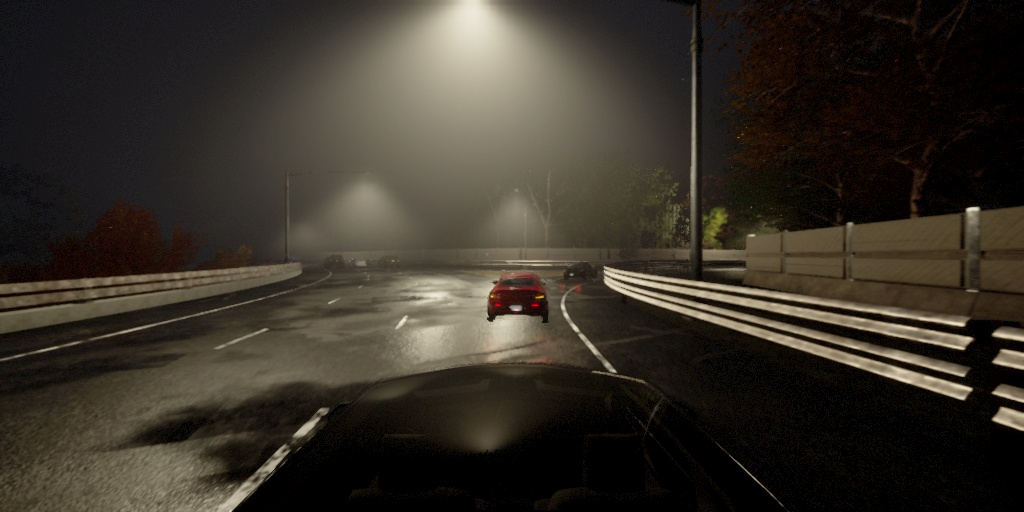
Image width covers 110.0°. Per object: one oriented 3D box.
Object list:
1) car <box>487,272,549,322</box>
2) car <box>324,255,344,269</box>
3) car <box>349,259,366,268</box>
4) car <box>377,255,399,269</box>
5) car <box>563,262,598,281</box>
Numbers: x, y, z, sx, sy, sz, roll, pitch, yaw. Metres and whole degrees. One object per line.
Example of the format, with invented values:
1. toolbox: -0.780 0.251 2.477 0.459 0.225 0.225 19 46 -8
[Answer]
1. car: 0.281 1.261 12.171 1.812 1.442 4.674 0 0 4
2. car: -27.456 0.890 55.234 2.150 2.045 5.566 0 -1 -36
3. car: -24.602 1.202 57.194 1.812 1.442 4.674 0 0 -36
4. car: -19.168 0.898 55.544 2.150 2.045 5.566 0 0 -34
5. car: 5.654 1.236 29.374 1.812 1.442 4.674 0 0 29
